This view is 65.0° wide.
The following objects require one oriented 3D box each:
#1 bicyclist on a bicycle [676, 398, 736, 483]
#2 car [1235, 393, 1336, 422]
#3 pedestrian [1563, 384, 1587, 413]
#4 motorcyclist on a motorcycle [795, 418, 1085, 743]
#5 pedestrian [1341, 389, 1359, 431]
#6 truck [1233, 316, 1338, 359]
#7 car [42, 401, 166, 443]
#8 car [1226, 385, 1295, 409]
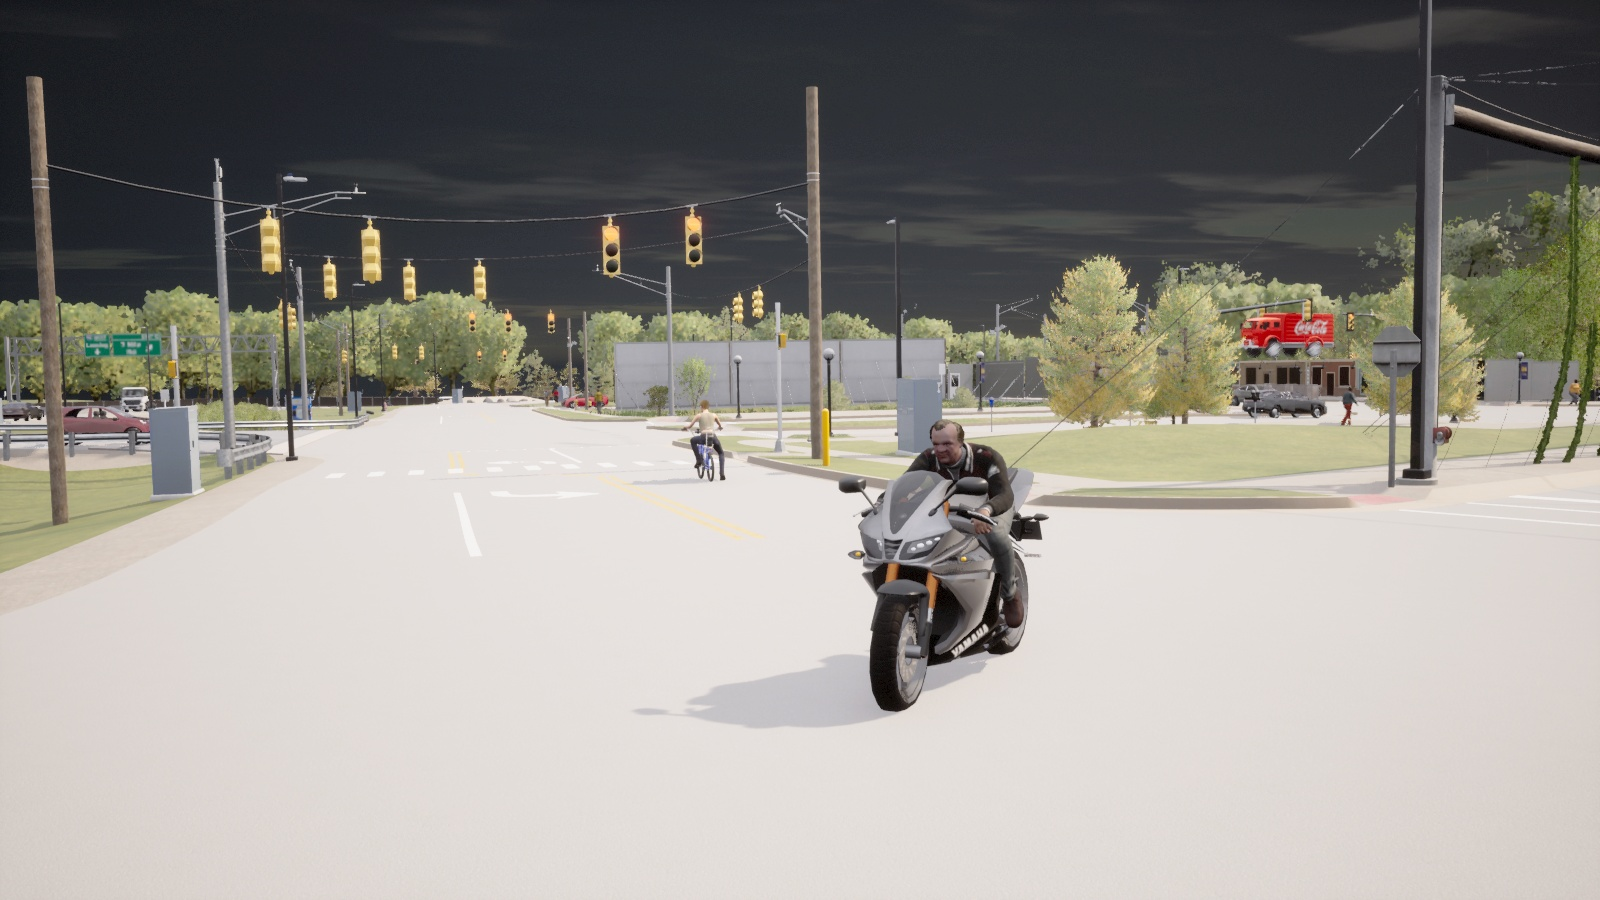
[{"bbox_3d":[-1.887,-0.210,24.951,0.866,1.612,1.509,-2,3,-16],"label":"bicyclist on a bicycle"},{"bbox_3d":[26.544,-2.332,68.680,4.902,1.511,2.128,-1,3,-20],"label":"car"},{"bbox_3d":[50.792,-3.403,82.288,0.874,1.855,0.900,-1,4,-10],"label":"pedestrian"},{"bbox_3d":[0.895,0.607,7.232,0.866,1.530,2.191,0,3,29],"label":"motorcyclist on a motorcycle"},{"bbox_3d":[24.660,-1.790,56.341,0.614,1.847,0.353,-2,4,-17],"label":"pedestrian"},{"bbox_3d":[28.992,-6.728,75.104,5.204,2.467,2.627,-1,6,-15],"label":"truck"},{"bbox_3d":[-26.077,-1.087,47.184,3.633,1.501,1.845,-1,3,-11],"label":"car"},{"bbox_3d":[33.326,-3.854,91.030,2.152,1.651,5.027,-2,4,-15],"label":"car"}]
